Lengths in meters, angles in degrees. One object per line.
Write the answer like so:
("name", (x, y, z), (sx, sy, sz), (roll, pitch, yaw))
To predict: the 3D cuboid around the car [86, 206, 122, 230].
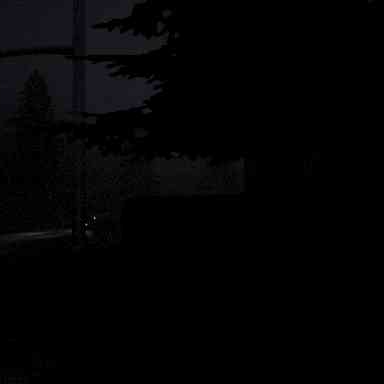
("car", (-4.935, 1.586, 21.338), (1.895, 1.301, 4.718), (0, 0, 36))
